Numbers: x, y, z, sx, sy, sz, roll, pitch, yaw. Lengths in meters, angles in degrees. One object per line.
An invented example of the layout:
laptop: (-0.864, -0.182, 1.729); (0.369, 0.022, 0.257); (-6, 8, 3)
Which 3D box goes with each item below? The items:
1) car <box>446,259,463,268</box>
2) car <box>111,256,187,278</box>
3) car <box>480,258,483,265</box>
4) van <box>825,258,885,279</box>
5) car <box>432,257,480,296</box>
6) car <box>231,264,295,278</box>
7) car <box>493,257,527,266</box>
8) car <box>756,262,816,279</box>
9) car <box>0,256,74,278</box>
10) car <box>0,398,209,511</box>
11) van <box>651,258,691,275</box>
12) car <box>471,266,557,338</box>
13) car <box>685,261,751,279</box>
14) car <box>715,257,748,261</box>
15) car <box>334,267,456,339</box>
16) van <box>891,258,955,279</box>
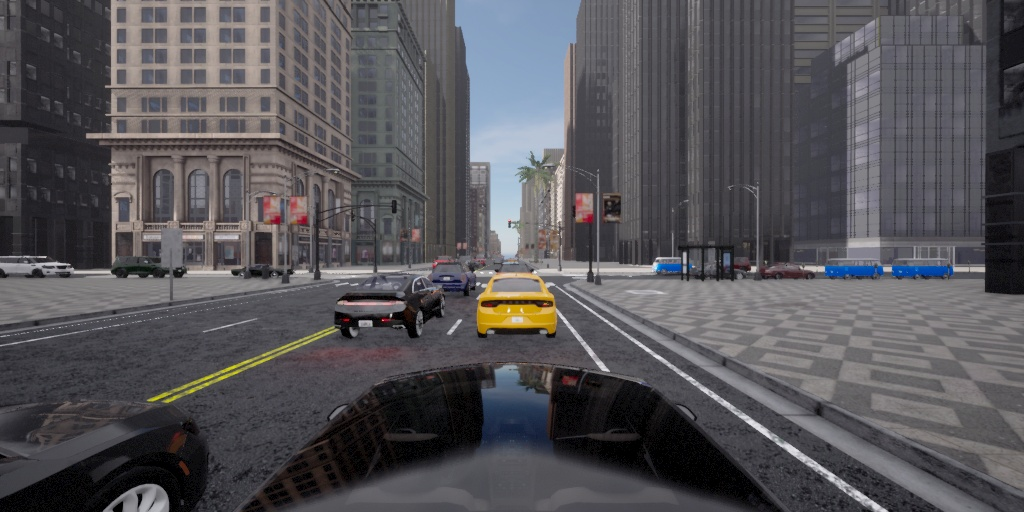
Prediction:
car: (-9.734, 1.245, 61.159); (2.128, 1.511, 4.902); (0, 0, 1)
car: (-33.016, 1.008, 32.671); (5.566, 2.045, 2.150); (0, 0, 0)
car: (-6.495, 1.354, 60.304); (1.895, 1.301, 4.718); (0, 0, 0)
van: (28.467, 1.082, 29.833); (3.998, 1.789, 1.690); (0, 0, 0)
car: (-3.124, 1.102, 19.278); (2.097, 1.767, 4.553); (0, 0, 0)
car: (-22.543, 1.375, 32.601); (4.718, 1.301, 1.895); (0, 0, 0)
car: (0.126, 1.102, 19.302); (2.097, 1.767, 4.553); (0, 0, 0)
car: (22.790, 1.326, 29.839); (4.207, 1.307, 1.802); (0, 0, 0)
car: (-43.723, 1.021, 32.744); (5.566, 2.045, 2.150); (0, 0, 0)
car: (-3.151, 1.255, 0.623); (1.837, 1.490, 4.892); (0, 0, 0)
van: (17.120, 1.065, 38.371); (3.998, 1.789, 1.690); (0, 0, 0)
car: (0.110, 1.228, 10.229); (1.882, 1.535, 5.008); (0, 0, 0)
car: (17.112, 1.299, 29.846); (4.403, 1.370, 2.007); (0, 0, 0)
car: (22.798, 1.035, 38.364); (5.009, 1.841, 2.192); (0, 0, 0)
car: (-3.139, 1.241, 10.139); (2.128, 1.511, 4.902); (0, 0, 0)
van: (34.144, 1.079, 29.827); (3.998, 1.789, 1.690); (0, 0, 0)
